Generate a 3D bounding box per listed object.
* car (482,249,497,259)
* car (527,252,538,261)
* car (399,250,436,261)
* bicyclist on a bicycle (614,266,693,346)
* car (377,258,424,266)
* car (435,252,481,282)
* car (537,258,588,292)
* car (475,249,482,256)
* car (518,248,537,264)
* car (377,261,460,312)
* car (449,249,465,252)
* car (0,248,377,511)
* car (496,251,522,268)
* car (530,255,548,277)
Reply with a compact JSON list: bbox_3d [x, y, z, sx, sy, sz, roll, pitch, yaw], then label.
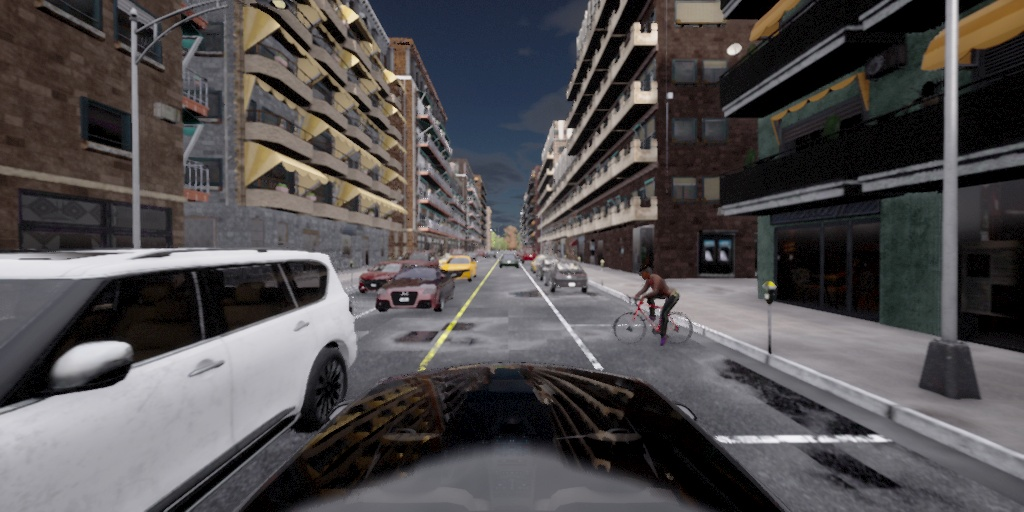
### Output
[{"bbox_3d":[-3.778,-0.265,65.049,1.882,1.535,5.008,0,1,0],"label":"car"},{"bbox_3d":[2.384,0.628,28.745,1.751,1.417,4.829,0,0,-1],"label":"car"},{"bbox_3d":[-5.928,0.572,22.942,2.192,1.841,5.009,0,0,-1],"label":"car"},{"bbox_3d":[2.911,1.033,7.388,1.656,1.620,0.582,0,1,-1],"label":"bicyclist on a bicycle"},{"bbox_3d":[-5.860,0.935,17.376,1.888,1.381,4.507,0,0,-1],"label":"car"},{"bbox_3d":[-3.329,0.727,22.995,1.882,1.535,5.008,0,1,-1],"label":"car"},{"bbox_3d":[2.520,0.918,17.443,2.007,1.370,4.403,0,0,-1],"label":"car"},{"bbox_3d":[-6.332,0.034,56.337,1.948,1.339,4.313,0,0,-1],"label":"car"},{"bbox_3d":[2.183,0.023,45.273,2.192,1.841,5.009,0,0,-1],"label":"car"},{"bbox_3d":[-3.210,1.060,12.638,1.994,1.385,4.181,0,1,0],"label":"car"},{"bbox_3d":[-6.130,0.176,39.639,2.192,1.841,5.009,0,0,-1],"label":"car"},{"bbox_3d":[-3.094,0.961,2.517,2.150,2.045,5.566,0,1,-1],"label":"car"},{"bbox_3d":[-0.307,0.477,36.878,1.994,1.385,4.181,0,1,-1],"label":"car"},{"bbox_3d":[2.453,0.786,23.009,2.007,1.370,4.403,0,0,-1],"label":"car"}]
